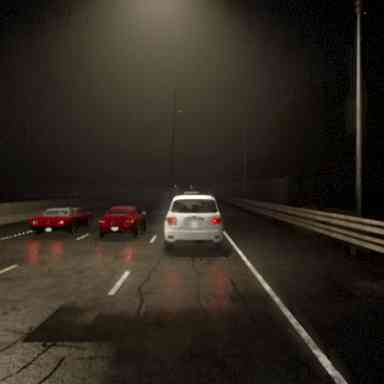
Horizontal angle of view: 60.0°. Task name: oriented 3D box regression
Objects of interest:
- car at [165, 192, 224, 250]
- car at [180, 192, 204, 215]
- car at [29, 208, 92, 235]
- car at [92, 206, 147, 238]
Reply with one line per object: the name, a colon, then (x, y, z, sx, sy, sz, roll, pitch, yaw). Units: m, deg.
car: (0.077, 1.154, 14.087, 2.150, 2.045, 5.566, 0, 0, 0)
car: (-0.012, 1.032, 32.840, 2.150, 2.045, 5.566, 0, 1, 0)
car: (-6.936, 1.509, 18.277, 1.895, 1.301, 4.718, 0, 0, 0)
car: (-3.431, 1.441, 17.062, 1.812, 1.442, 4.674, 0, 0, 0)
